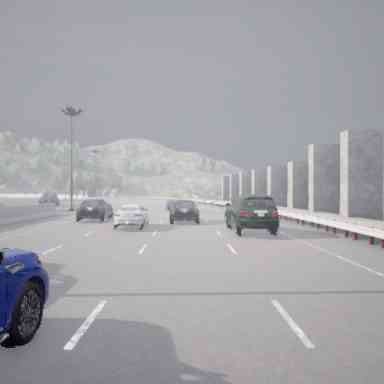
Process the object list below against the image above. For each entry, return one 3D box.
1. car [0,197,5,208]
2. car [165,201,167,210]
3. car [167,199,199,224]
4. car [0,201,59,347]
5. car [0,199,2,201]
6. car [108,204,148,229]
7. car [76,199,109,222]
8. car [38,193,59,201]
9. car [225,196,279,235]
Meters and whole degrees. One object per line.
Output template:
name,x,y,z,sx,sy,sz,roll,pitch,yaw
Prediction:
car,-28.279,1.525,47.078,1.812,1.442,4.674,0,0,-11
car,-2.119,1.563,39.993,1.994,1.385,4.181,0,0,-9
car,-0.608,1.356,25.255,2.097,1.767,4.553,0,0,-2
car,-3.438,1.221,3.173,2.150,2.045,5.566,0,0,0
car,-6.999,1.221,8.021,2.150,2.045,5.566,0,0,-1
car,-3.894,1.525,21.591,1.812,1.442,4.674,0,0,-3
car,-7.718,1.352,26.715,2.097,1.767,4.553,0,0,-4
car,-21.892,1.220,50.954,2.150,2.045,5.566,0,0,-12
car,3.259,1.220,18.890,2.150,2.045,5.566,0,0,-2
